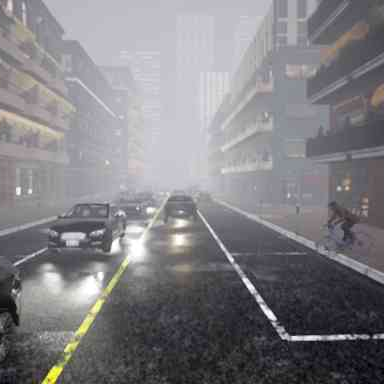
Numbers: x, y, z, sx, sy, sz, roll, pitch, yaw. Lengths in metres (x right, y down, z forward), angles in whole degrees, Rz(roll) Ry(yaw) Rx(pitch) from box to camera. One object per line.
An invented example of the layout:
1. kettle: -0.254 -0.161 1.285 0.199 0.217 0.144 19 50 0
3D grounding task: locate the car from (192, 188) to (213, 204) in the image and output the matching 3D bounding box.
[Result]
1. car: 1.233 0.542 35.160 1.802 1.307 4.206 -1 2 -2

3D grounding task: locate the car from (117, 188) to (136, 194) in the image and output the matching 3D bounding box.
1. car: -7.108 0.567 34.833 1.802 1.307 4.206 -1 2 -2

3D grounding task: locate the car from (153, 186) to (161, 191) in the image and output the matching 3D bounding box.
1. car: -9.532 -1.067 90.777 1.802 1.307 4.206 -1 2 -2

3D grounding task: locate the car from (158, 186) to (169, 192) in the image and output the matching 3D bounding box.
1. car: -6.157 -0.647 75.044 1.895 1.301 4.718 0 2 -2

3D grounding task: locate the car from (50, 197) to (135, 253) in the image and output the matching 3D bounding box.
1. car: -3.569 1.140 12.047 2.128 1.511 4.902 0 2 -3

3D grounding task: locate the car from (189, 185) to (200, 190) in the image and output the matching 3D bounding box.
1. car: 0.746 0.153 46.517 1.752 1.417 4.829 -1 2 -2

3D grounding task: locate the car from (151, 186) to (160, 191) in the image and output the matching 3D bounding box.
1. car: -9.293 -0.904 85.183 1.802 1.307 4.206 -1 2 -2

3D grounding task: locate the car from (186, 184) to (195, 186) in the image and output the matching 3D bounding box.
1. car: 0.272 -0.380 57.530 2.192 1.841 5.009 -1 2 -2

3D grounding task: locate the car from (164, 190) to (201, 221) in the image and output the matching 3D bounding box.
1. car: -0.712 0.871 20.531 1.882 1.535 5.008 0 2 -2

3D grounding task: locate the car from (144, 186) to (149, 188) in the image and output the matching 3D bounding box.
1. car: -7.587 0.209 46.021 2.008 1.369 4.403 -1 2 -2

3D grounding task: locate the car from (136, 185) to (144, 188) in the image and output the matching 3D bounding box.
1. car: -7.350 0.262 40.423 1.967 1.590 4.097 -1 2 -2

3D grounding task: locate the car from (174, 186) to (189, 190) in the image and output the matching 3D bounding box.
1. car: -1.826 0.208 46.099 1.994 1.385 4.181 0 2 -2

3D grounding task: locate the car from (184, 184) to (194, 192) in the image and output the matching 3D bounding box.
1. car: -0.684 -1.034 79.909 2.192 1.841 5.009 -1 2 -2

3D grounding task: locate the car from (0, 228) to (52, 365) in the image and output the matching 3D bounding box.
1. car: -3.150 1.417 2.608 2.128 1.511 4.902 0 2 -3

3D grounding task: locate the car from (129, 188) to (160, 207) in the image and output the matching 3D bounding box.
1. car: -4.353 0.649 31.256 1.994 1.385 4.181 0 2 -2

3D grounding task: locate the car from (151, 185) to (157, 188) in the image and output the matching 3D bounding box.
1. car: -8.331 -0.518 62.797 2.192 1.841 5.009 -1 2 -2

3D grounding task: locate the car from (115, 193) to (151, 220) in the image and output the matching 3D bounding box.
1. car: -3.958 0.976 21.361 1.895 1.301 4.718 0 2 -2

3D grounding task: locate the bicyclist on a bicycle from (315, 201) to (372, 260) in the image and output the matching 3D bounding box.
1. bicyclist on a bicycle: 4.219 1.055 9.365 1.656 1.620 0.582 -8 2 -2

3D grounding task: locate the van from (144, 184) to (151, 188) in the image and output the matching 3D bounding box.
1. van: -7.829 -0.165 51.609 1.690 1.788 3.998 -1 2 -2

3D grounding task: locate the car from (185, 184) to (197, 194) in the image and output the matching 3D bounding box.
1. car: -0.206 -0.707 68.720 2.192 1.841 5.009 -1 2 -2
